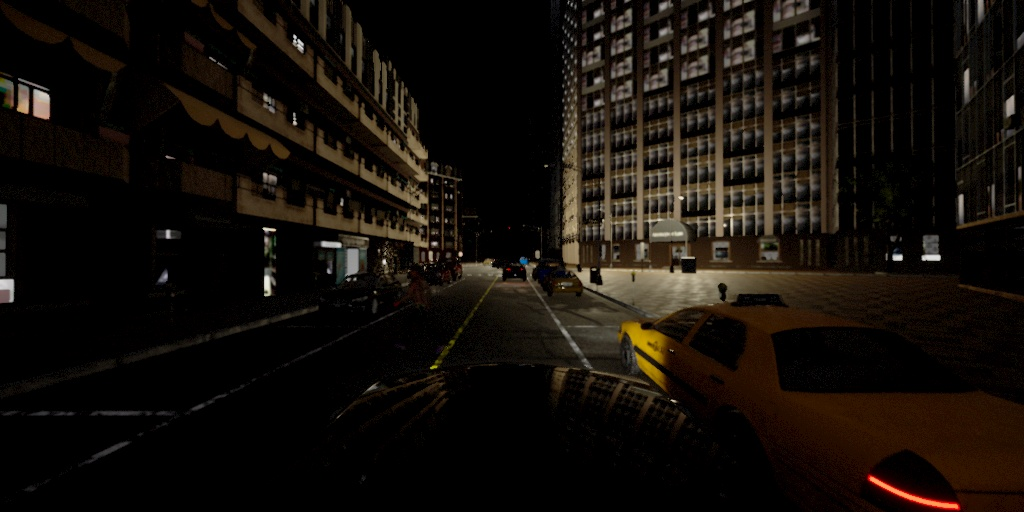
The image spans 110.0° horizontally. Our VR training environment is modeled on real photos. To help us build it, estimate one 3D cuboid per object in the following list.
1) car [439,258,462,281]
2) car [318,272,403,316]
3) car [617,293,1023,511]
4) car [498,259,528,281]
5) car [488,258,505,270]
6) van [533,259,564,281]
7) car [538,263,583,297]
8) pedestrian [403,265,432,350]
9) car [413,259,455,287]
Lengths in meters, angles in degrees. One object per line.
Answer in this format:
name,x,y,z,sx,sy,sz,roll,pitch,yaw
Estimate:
car,-5.318,1.047,29.704,2.192,1.841,5.009,0,0,0
car,-5.316,1.289,13.097,2.007,1.370,4.403,0,0,0
car,2.749,1.202,4.297,1.801,1.575,5.366,0,0,0
car,0.131,1.223,29.316,2.128,1.511,4.902,0,0,-3
car,-1.825,1.249,53.858,1.837,1.490,4.892,1,0,-17
van,2.563,1.073,24.174,1.690,1.789,3.998,0,0,0
car,2.564,1.260,18.811,1.751,1.417,4.829,0,0,0
pedestrian,-1.923,1.038,7.296,0.375,1.860,0.375,0,0,0
car,-5.317,1.172,24.168,1.967,1.591,4.097,0,0,0
